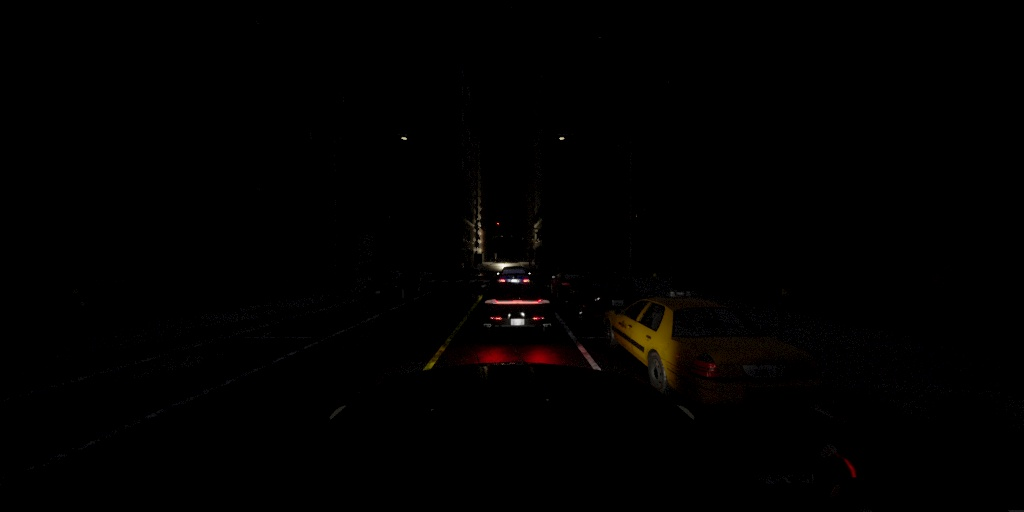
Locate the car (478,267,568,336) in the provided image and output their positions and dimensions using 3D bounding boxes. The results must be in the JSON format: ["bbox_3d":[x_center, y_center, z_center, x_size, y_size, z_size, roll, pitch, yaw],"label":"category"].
[{"bbox_3d":[0.107,1.239,10.326,2.128,1.511,4.902,0,0,0],"label":"car"}]

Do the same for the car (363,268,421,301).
[{"bbox_3d":[-5.663,1.290,17.388,1.888,1.381,4.507,0,0,0],"label":"car"}]

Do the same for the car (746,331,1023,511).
[{"bbox_3d":[2.872,1.300,0.628,2.007,1.370,4.403,0,0,0],"label":"car"}]

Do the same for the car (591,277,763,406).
[{"bbox_3d":[2.876,1.274,6.384,1.751,1.417,4.829,0,0,0],"label":"car"}]

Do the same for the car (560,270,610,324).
[{"bbox_3d":[2.879,1.313,11.800,1.948,1.339,4.313,0,0,0],"label":"car"}]
